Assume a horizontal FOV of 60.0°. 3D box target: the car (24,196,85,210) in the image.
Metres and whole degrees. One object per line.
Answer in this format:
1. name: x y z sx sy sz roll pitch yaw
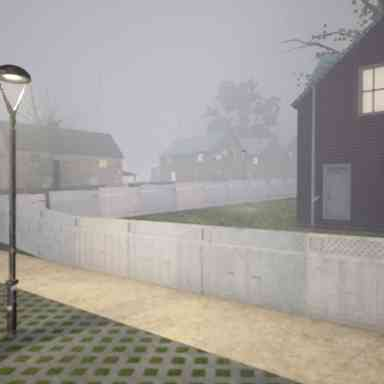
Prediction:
1. car: -9.226 0.679 23.388 4.718 1.301 1.895 -4 3 -40
